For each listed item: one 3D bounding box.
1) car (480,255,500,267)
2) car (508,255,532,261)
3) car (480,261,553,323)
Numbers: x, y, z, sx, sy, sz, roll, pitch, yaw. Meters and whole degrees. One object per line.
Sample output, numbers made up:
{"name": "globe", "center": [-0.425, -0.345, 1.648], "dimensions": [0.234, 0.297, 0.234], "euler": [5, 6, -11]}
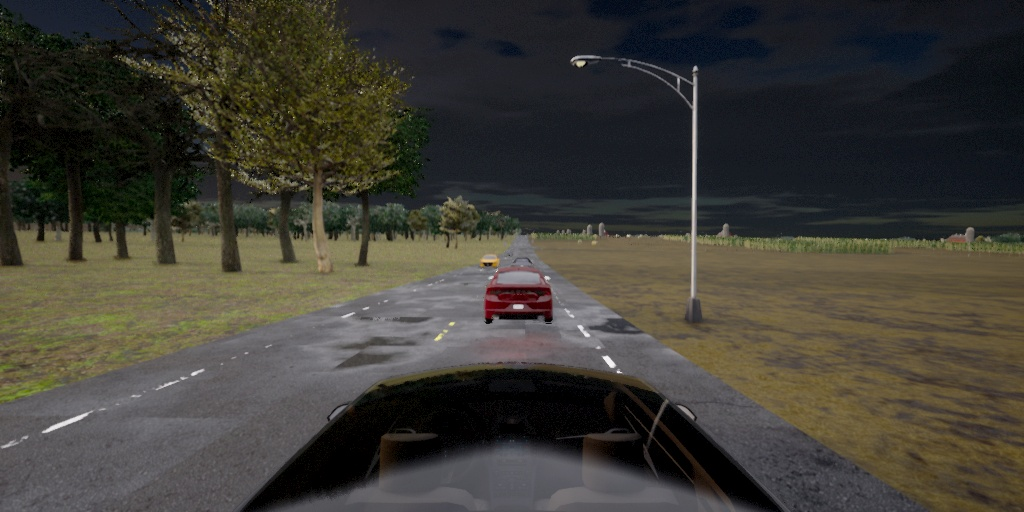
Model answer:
{"name": "car", "center": [-2.437, 0.610, 40.307], "dimensions": [1.882, 1.535, 5.008], "euler": [0, 1, 2]}
{"name": "car", "center": [0.941, 0.846, 32.406], "dimensions": [1.994, 1.385, 4.181], "euler": [0, 1, 2]}
{"name": "car", "center": [0.221, 1.094, 11.545], "dimensions": [1.882, 1.535, 5.008], "euler": [0, 1, 1]}
